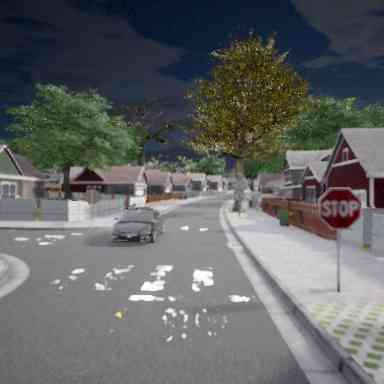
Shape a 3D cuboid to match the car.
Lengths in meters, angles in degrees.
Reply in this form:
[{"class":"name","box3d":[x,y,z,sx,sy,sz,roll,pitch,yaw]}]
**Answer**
[{"class":"car","box3d":[-2.421,1.520,15.700,1.837,1.490,4.892,1,0,2]}]
